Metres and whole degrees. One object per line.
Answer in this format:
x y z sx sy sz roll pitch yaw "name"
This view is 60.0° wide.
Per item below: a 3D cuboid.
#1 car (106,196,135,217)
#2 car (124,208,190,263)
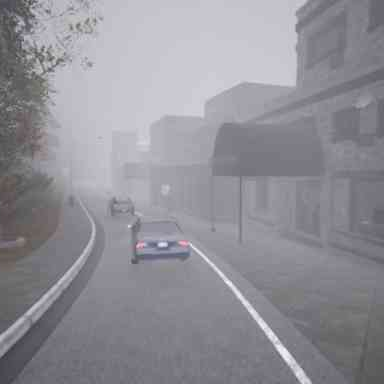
-6.006 1.108 27.789 2.128 1.511 4.902 -1 3 -20 "car"
-1.331 1.554 12.152 2.033 1.411 5.357 -1 1 -11 "car"
